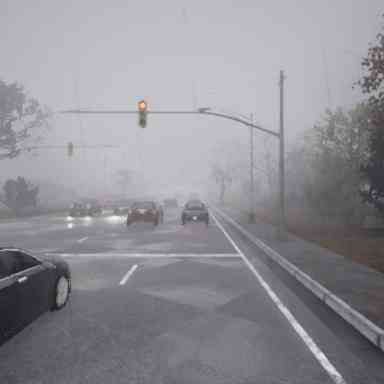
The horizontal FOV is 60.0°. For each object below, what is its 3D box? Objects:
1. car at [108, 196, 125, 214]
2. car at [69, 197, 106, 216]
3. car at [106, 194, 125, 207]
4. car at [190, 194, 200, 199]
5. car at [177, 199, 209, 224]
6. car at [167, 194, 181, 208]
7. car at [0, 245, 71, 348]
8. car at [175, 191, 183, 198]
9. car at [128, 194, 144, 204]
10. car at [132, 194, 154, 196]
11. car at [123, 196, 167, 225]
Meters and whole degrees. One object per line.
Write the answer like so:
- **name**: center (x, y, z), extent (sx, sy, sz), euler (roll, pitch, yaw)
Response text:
- **car**: center (-6.896, 1.512, 34.946), extent (2.128, 1.511, 4.902), euler (0, 0, 0)
- **car**: center (-10.409, 1.372, 32.824), extent (2.097, 1.767, 4.553), euler (0, 0, 0)
- **car**: center (-10.309, 1.247, 44.455), extent (2.150, 2.045, 5.566), euler (0, 0, 2)
- **car**: center (0.405, 1.500, 49.528), extent (1.882, 1.535, 5.008), euler (0, 0, 0)
- **car**: center (0.229, 1.506, 24.640), extent (2.128, 1.511, 4.902), euler (0, 0, 0)
- **car**: center (-3.098, 1.501, 49.314), extent (1.882, 1.535, 5.008), euler (0, 0, 0)
- **car**: center (-3.381, 1.508, 4.877), extent (1.837, 1.490, 4.892), euler (0, 0, 0)
- **car**: center (-3.017, 0.562, 74.219), extent (1.812, 1.442, 4.674), euler (0, 3, 0)
- **car**: center (-10.168, 1.205, 60.652), extent (1.882, 1.535, 5.008), euler (0, 3, 1)
- **car**: center (-6.818, 1.378, 44.645), extent (2.097, 1.767, 4.553), euler (0, 0, 0)
- **car**: center (-3.275, 1.366, 24.062), extent (2.097, 1.767, 4.553), euler (0, 0, 0)
